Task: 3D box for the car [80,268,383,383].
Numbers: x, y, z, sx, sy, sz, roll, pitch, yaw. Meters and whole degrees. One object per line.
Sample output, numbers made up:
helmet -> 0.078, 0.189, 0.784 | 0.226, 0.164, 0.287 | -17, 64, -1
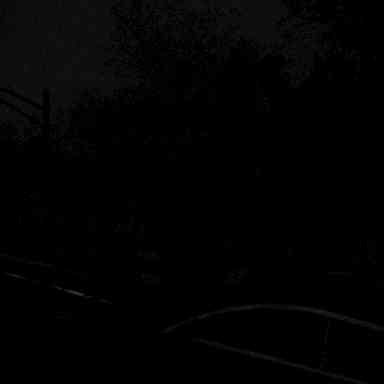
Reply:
car -> 1.021, 1.491, 2.954 | 4.902, 1.511, 2.128 | 0, 0, 35
